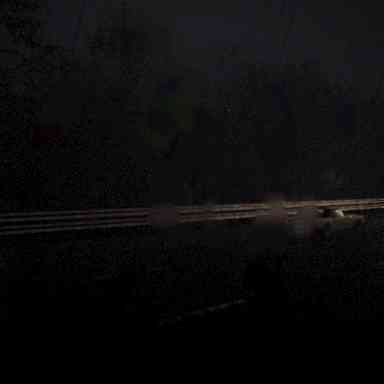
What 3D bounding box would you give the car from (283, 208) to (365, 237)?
[{"bbox_3d":[7.007,1.475,17.347,4.718,1.301,1.895,-1,0,-35],"label":"car"}]
